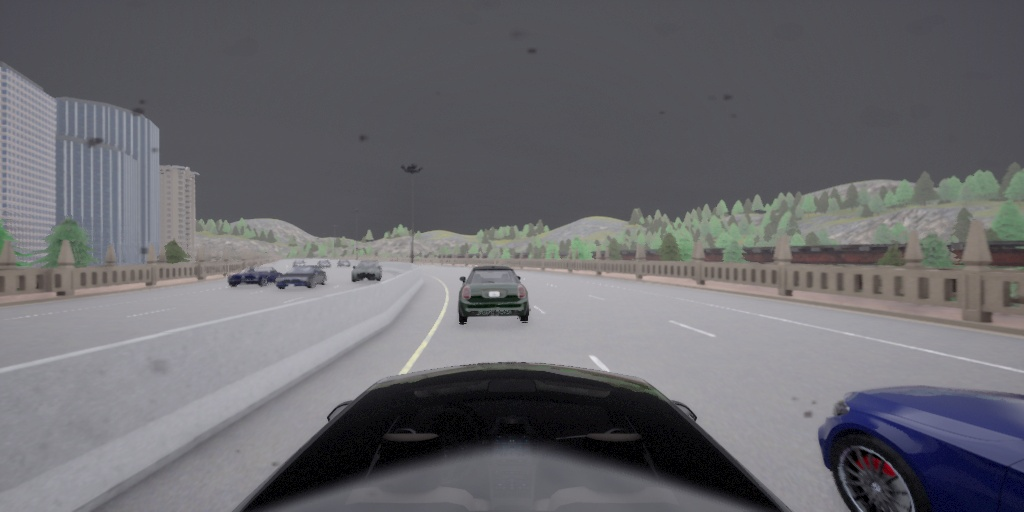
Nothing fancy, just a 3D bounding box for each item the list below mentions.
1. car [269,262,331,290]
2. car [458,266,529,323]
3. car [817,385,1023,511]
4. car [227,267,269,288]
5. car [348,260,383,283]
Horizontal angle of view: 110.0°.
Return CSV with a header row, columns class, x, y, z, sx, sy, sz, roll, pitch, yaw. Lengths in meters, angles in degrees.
class,x,y,z,sx,sy,sz,roll,pitch,yaw
car,-13.542,1.347,23.473,2.033,1.411,5.357,0,0,-15
car,-0.717,1.102,12.305,2.097,1.767,4.553,0,0,-6
car,3.455,1.262,0.999,1.812,1.442,4.674,0,0,0
car,-17.525,1.417,24.689,1.895,1.301,4.718,0,0,-16
car,-11.445,1.142,28.569,2.097,1.767,4.553,0,0,-18
